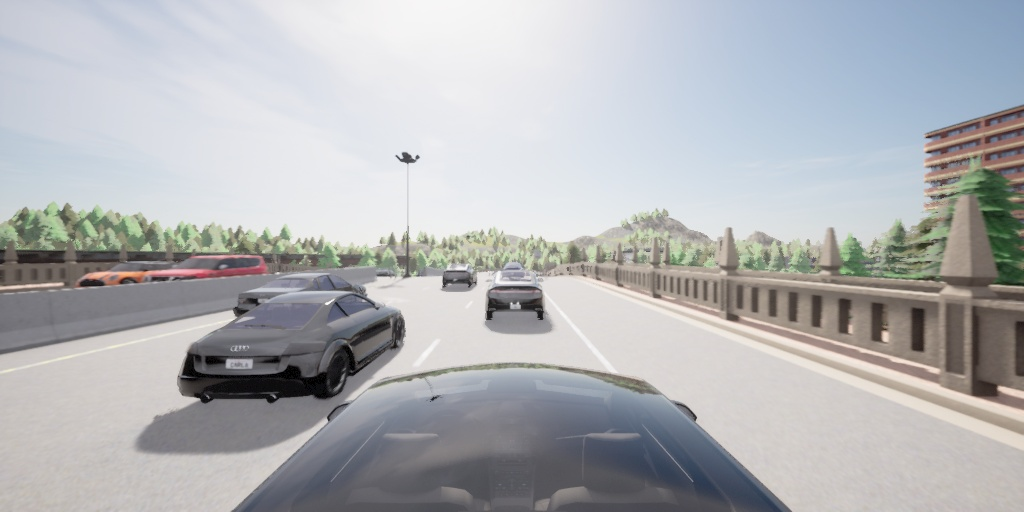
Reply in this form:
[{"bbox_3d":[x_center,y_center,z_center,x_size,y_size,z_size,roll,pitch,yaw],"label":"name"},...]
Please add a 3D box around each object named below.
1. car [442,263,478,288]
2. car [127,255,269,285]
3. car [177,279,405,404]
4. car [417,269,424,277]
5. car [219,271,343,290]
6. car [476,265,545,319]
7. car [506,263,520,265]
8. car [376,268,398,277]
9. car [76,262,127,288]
[{"bbox_3d":[-3.408,1.236,23.936,2.128,1.511,4.902,0,0,0],"label":"car"},{"bbox_3d":[-14.100,0.967,16.991,2.150,2.045,5.566,0,0,0],"label":"car"},{"bbox_3d":[-3.399,1.313,6.476,1.994,1.385,4.181,0,0,0],"label":"car"},{"bbox_3d":[-14.016,3.133,59.577,2.150,2.045,5.566,0,-7,0],"label":"car"},{"bbox_3d":[-6.903,1.294,12.449,2.033,1.411,5.357,0,0,0],"label":"car"},{"bbox_3d":[0.097,1.239,12.686,2.128,1.511,4.902,0,0,0],"label":"car"},{"bbox_3d":[0.091,1.304,31.154,1.812,1.442,4.674,0,-1,0],"label":"car"},{"bbox_3d":[-17.533,2.299,49.017,1.994,1.385,4.181,0,-5,0],"label":"car"},{"bbox_3d":[-21.097,1.096,20.171,2.097,1.767,4.553,0,0,0],"label":"car"}]
